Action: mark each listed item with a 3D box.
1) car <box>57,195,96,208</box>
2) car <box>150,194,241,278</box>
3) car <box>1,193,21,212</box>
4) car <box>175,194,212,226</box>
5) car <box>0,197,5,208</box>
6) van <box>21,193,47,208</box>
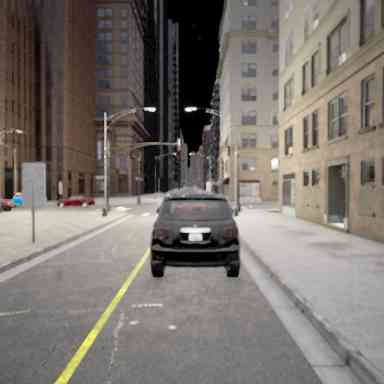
[{"bbox_3d":[-14.002,1.116,40.253,4.507,1.381,1.887,-1,1,0],"label":"car"},{"bbox_3d":[0.094,1.066,9.827,2.150,2.045,5.566,0,0,0],"label":"car"},{"bbox_3d":[-19.646,1.042,31.742,5.009,1.841,2.192,-1,1,0],"label":"car"},{"bbox_3d":[0.084,1.033,21.389,2.097,1.767,4.553,0,1,0],"label":"car"},{"bbox_3d":[-25.249,1.288,40.291,4.206,1.307,1.802,-1,1,0],"label":"car"},{"bbox_3d":[-19.628,0.980,40.267,3.998,1.788,1.690,-1,1,0],"label":"van"}]
